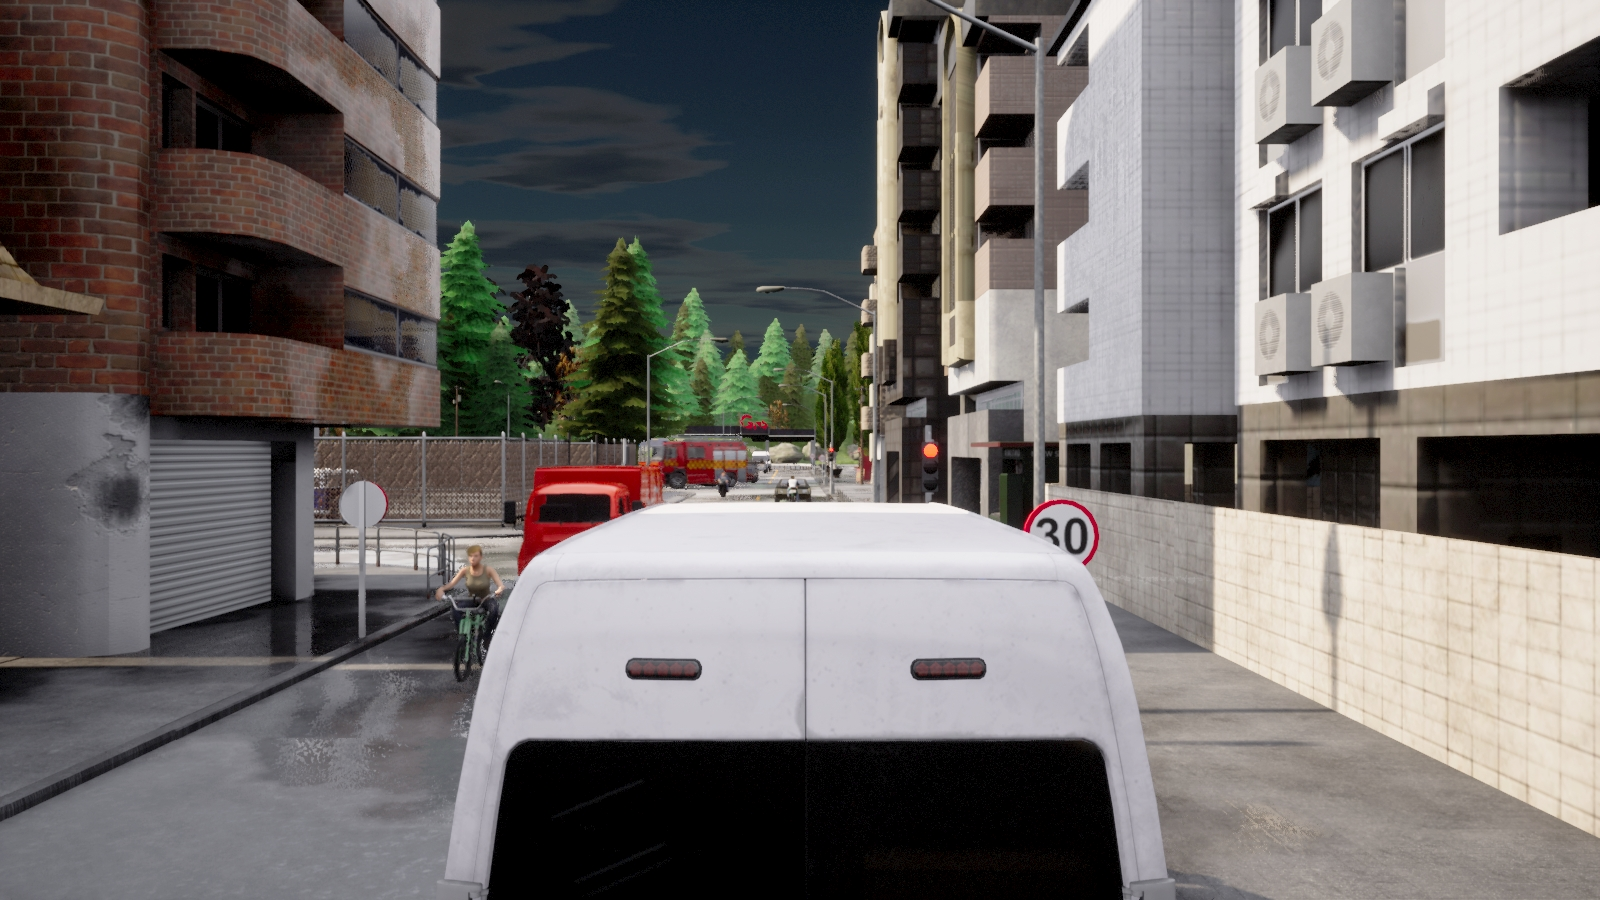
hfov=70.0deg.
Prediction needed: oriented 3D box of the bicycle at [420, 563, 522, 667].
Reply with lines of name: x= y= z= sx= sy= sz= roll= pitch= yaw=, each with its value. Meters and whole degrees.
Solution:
bicycle: x=-4.070 y=2.030 z=14.250 sx=0.859 sy=1.080 sz=1.487 roll=0 pitch=0 yaw=-1

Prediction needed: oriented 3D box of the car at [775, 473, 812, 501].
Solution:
car: x=-0.339 y=1.912 z=60.159 sx=1.895 sy=1.301 sz=4.718 roll=0 pitch=0 yaw=0

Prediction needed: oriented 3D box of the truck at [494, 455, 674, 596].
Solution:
truck: x=-4.107 y=1.339 z=22.812 sx=2.627 sy=2.467 sz=5.204 roll=0 pitch=0 yaw=0

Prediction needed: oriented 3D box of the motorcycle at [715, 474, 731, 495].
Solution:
motorcycle: x=-4.429 y=1.967 z=65.743 sx=0.803 sy=1.145 sz=2.033 roll=0 pitch=0 yaw=0

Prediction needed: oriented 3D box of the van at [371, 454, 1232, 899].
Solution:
van: x=-0.009 y=1.312 z=5.597 sx=1.988 sy=2.561 sz=5.915 roll=0 pitch=0 yaw=0
